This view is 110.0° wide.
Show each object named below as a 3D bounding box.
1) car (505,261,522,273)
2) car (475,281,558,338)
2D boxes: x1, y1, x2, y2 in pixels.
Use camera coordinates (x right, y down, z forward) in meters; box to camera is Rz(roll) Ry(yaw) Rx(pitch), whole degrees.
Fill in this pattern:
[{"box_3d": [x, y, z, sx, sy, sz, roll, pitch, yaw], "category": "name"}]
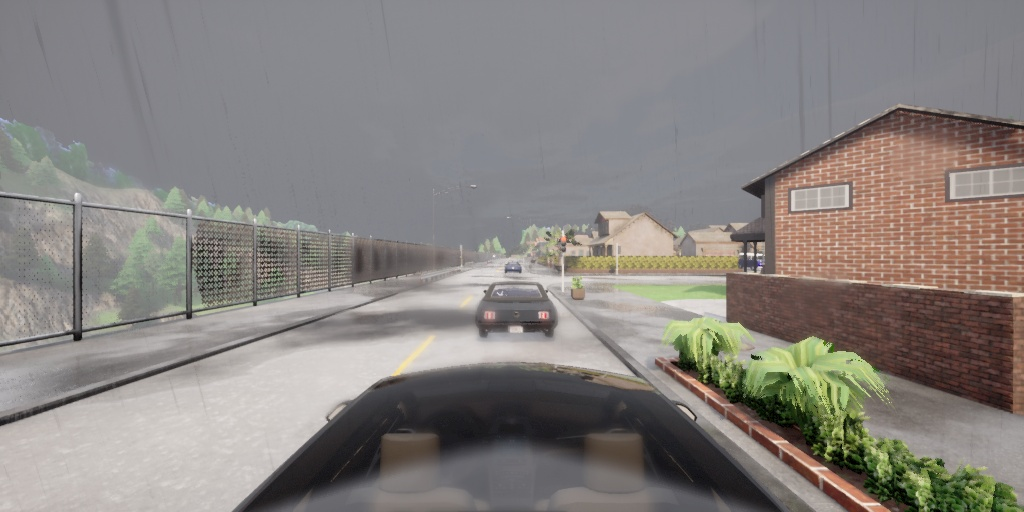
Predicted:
[{"box_3d": [0.146, 1.314, 43.401, 1.994, 1.385, 4.181, 0, 0, 1], "category": "car"}, {"box_3d": [0.109, 1.351, 10.206, 1.895, 1.301, 4.718, 0, 0, 0], "category": "car"}]
